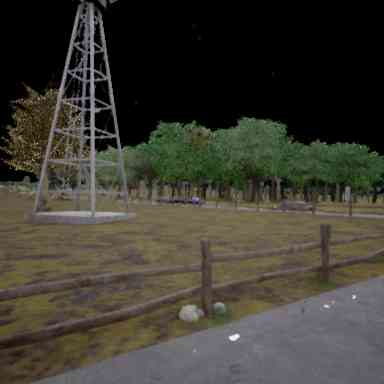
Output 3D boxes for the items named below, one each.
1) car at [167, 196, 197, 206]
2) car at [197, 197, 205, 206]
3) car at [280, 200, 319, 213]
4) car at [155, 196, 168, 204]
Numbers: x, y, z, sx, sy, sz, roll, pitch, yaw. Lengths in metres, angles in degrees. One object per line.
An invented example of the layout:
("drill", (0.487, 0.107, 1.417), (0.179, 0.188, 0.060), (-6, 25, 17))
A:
("car", (-1.745, 1.592, 56.098), (1.895, 1.301, 4.718), (2, -1, -35))
("car", (0.383, 1.591, 58.013), (1.812, 1.442, 4.674), (2, -1, -35))
("car", (11.889, 1.566, 36.931), (1.994, 1.385, 4.181), (2, -1, -36))
("car", (-5.659, 1.538, 66.382), (2.128, 1.511, 4.902), (2, -1, -36))
